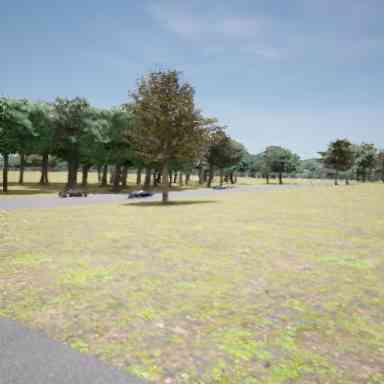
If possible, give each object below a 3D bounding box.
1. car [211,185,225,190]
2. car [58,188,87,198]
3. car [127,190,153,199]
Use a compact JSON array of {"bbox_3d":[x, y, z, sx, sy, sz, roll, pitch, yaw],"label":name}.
[{"bbox_3d":[7.234,-1.151,91.416,1.895,1.301,4.718,4,4,35],"label":"car"},{"bbox_3d":[-19.442,0.209,54.221,1.837,1.490,4.892,4,6,35],"label":"car"},{"bbox_3d":[-8.758,0.385,57.129,1.895,1.301,4.718,4,4,35],"label":"car"}]
